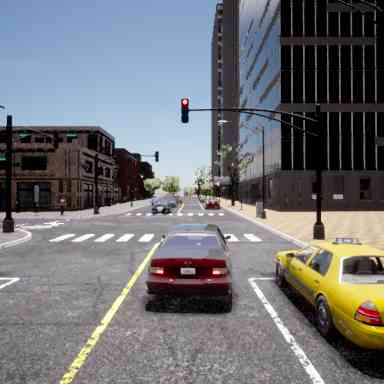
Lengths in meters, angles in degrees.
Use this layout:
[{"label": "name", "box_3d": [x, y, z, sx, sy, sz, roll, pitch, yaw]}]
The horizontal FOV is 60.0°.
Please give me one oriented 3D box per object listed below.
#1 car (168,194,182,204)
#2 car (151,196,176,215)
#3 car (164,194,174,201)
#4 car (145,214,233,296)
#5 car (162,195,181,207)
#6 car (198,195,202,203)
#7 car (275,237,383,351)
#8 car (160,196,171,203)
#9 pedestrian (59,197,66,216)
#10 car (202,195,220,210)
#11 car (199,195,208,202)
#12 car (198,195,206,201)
[{"label": "car", "box_3d": [-3.049, 1.377, 65.725, 2.097, 1.767, 4.553, 0, 0, 1]}, {"label": "car", "box_3d": [-3.106, 1.504, 34.572, 2.128, 1.511, 4.902, 0, 0, 0]}, {"label": "car", "box_3d": [-5.692, 1.348, 82.909, 2.192, 1.841, 5.009, 1, 0, 0]}, {"label": "car", "box_3d": [0.074, 1.550, 8.828, 2.033, 1.411, 5.357, 0, 0, 3]}, {"label": "car", "box_3d": [-3.109, 1.565, 48.821, 2.033, 1.411, 5.357, 0, 0, 0]}, {"label": "car", "box_3d": [2.687, 1.553, 72.000, 1.752, 1.417, 4.829, 1, 0, 0]}, {"label": "car", "box_3d": [2.837, 1.527, 6.377, 1.752, 1.417, 4.829, 1, 0, 0]}, {"label": "car", "box_3d": [-5.694, 1.594, 71.840, 1.947, 1.339, 4.313, 1, 0, 0]}, {"label": "pedestrian", "box_3d": [-12.551, 1.369, 32.147, 0.375, 1.860, 0.375, 0, 0, 1]}, {"label": "car", "box_3d": [2.694, 1.456, 44.155, 1.967, 1.590, 4.097, 1, 0, 0]}, {"label": "car", "box_3d": [2.686, 1.556, 77.534, 1.752, 1.417, 4.829, 1, 0, 0]}, {"label": "car", "box_3d": [2.683, 1.580, 88.434, 1.887, 1.381, 4.507, 1, 0, 0]}]
